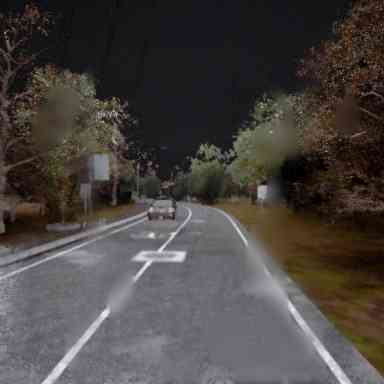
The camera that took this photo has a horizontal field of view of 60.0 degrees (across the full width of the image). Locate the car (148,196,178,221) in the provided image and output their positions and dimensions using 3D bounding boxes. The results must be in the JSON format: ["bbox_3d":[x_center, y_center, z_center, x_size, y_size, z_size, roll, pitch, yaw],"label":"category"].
[{"bbox_3d":[-2.295,1.347,27.314,2.097,1.767,4.553,0,0,2],"label":"car"}]

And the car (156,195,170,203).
[{"bbox_3d":[-6.003,1.437,67.919,2.033,1.411,5.357,1,0,-14],"label":"car"}]
